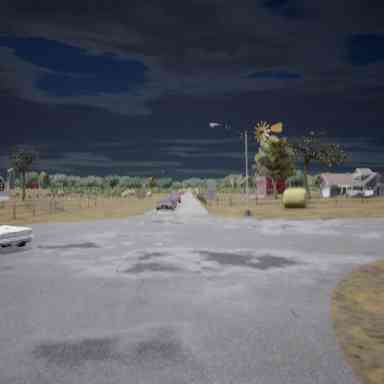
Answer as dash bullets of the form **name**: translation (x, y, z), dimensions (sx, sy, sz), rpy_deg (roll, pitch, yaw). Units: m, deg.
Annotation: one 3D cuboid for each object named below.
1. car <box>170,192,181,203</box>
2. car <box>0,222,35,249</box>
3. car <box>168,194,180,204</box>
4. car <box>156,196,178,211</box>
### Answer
- **car**: translation (-3.192, 1.108, 62.525), dimensions (2.150, 2.045, 5.566), rpy_deg (0, 0, 0)
- **car**: translation (-9.014, 1.770, 14.079), dimensions (4.718, 1.301, 1.895), rpy_deg (-1, 2, 23)
- **car**: translation (-3.117, 1.398, 48.899), dimensions (1.837, 1.490, 4.892), rpy_deg (0, 0, 0)
- **car**: translation (-3.042, 1.474, 38.671), dimensions (1.994, 1.385, 4.181), rpy_deg (0, 0, -1)
